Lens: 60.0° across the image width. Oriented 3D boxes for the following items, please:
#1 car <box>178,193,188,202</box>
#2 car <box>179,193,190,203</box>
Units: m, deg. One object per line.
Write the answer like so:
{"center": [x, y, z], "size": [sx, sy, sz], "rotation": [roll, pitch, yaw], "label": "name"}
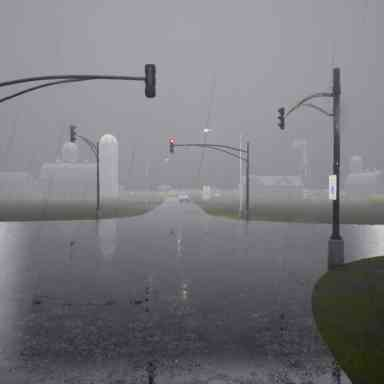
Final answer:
{"center": [-2.091, 1.189, 79.909], "size": [2.150, 2.045, 5.566], "rotation": [0, 0, -4], "label": "car"}
{"center": [-1.508, 1.553, 69.874], "size": [1.812, 1.442, 4.674], "rotation": [0, 0, -3], "label": "car"}
